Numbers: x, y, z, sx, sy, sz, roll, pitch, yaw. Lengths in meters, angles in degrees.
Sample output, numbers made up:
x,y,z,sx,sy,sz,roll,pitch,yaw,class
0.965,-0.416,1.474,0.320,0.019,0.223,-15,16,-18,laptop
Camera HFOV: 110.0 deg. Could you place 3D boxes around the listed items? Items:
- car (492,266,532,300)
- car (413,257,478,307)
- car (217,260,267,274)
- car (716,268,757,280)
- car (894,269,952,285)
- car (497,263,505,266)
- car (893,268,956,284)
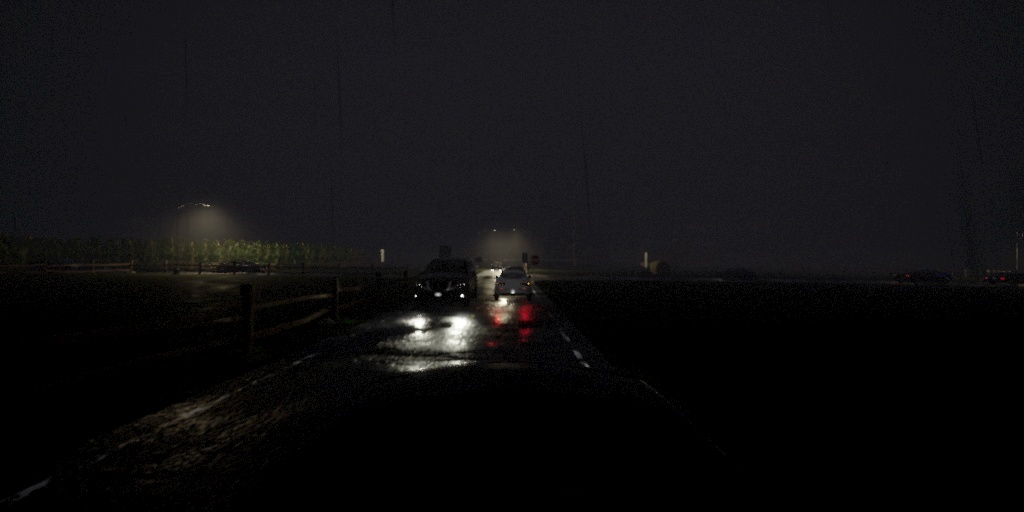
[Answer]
x,y,z,sx,sy,sz,roll,pitch,yaw,class
0.060,1.432,18.709,1.812,1.442,4.674,0,-1,1,car
-2.846,1.100,16.580,2.150,2.045,5.566,0,1,0,car
-30.246,1.220,40.267,4.892,1.490,1.837,1,0,1,car
26.410,2.064,42.240,4.181,1.385,1.994,1,0,1,car
44.502,2.318,39.044,4.674,1.442,1.812,1,0,1,car
0.233,1.552,29.264,2.033,1.411,5.357,0,-1,4,car
48.012,2.312,41.785,5.008,1.535,1.882,1,0,1,car
